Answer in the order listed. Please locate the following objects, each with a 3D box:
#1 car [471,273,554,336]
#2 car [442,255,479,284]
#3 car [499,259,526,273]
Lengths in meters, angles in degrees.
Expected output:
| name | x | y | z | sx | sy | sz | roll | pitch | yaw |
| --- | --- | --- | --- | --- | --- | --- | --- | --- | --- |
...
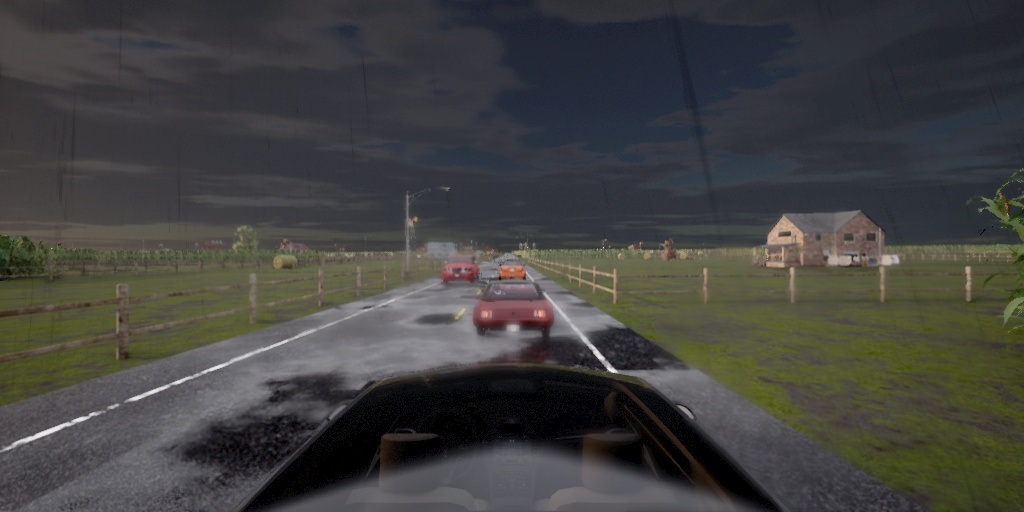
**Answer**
| name | x | y | z | sx | sy | sz | roll | pitch | yaw |
| --- | --- | --- | --- | --- | --- | --- | --- | --- | --- |
| car | 0.043 | 1.337 | 10.314 | 1.895 | 1.301 | 4.718 | 0 | 0 | 0 |
| car | -3.653 | 0.923 | 26.552 | 2.150 | 2.045 | 5.566 | 0 | 0 | 0 |
| car | 0.018 | 1.048 | 29.083 | 2.097 | 1.767 | 4.553 | 0 | 0 | 0 |
